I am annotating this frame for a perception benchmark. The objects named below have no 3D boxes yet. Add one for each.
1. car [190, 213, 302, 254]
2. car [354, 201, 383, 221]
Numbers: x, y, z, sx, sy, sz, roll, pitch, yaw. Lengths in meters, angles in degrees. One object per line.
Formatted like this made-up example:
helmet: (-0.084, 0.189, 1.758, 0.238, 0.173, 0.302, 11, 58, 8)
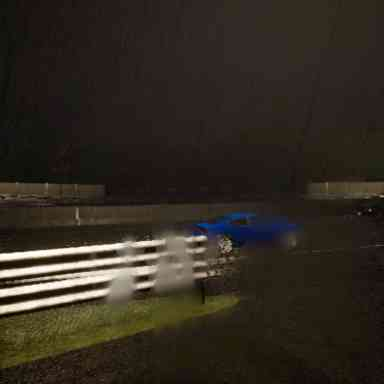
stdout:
car: (2.393, 1.673, 14.563, 5.008, 1.535, 1.882, -1, 1, -17)
car: (14.784, 1.411, 25.742, 4.674, 1.442, 1.812, -1, 1, -17)
